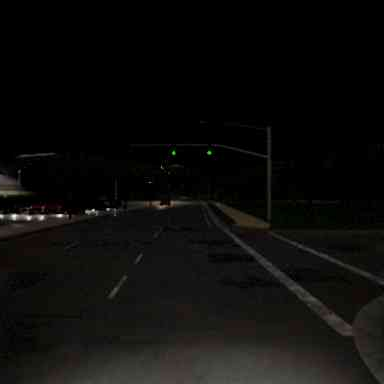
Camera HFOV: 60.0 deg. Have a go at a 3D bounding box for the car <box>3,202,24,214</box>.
[{"bbox_3d":[-22.135,2.054,42.682,1.837,1.490,4.892,0,-1,2],"label":"car"}]

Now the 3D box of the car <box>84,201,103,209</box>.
[{"bbox_3d":[-18.152,2.387,61.417,1.895,1.301,4.718,0,-1,1],"label":"car"}]

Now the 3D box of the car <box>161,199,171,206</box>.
[{"bbox_3d":[-6.228,2.363,79.167,2.097,1.767,4.553,0,-1,1],"label":"car"}]

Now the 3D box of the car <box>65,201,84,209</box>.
[{"bbox_3d":[-21.649,2.353,61.559,1.994,1.385,4.181,0,-1,1],"label":"car"}]

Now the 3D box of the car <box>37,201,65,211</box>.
[{"bbox_3d":[-21.882,2.157,51.804,2.128,1.511,4.902,0,-1,1],"label":"car"}]

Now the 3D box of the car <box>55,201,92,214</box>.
[{"bbox_3d":[-15.140,2.096,42.742,2.033,1.411,5.357,0,-1,2],"label":"car"}]

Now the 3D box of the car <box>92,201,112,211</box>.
[{"bbox_3d":[-14.856,2.223,52.798,2.033,1.411,5.357,0,-1,1],"label":"car"}]

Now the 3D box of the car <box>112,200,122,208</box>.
[{"bbox_3d":[-14.614,2.309,62.973,1.837,1.490,4.892,0,-1,1],"label":"car"}]

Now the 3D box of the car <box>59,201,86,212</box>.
[{"bbox_3d":[-18.389,2.207,51.464,2.033,1.411,5.357,0,-1,1],"label":"car"}]

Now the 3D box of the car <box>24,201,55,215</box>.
[{"bbox_3d":[-18.661,1.892,42.060,2.097,1.767,4.553,0,-1,2],"label":"car"}]
